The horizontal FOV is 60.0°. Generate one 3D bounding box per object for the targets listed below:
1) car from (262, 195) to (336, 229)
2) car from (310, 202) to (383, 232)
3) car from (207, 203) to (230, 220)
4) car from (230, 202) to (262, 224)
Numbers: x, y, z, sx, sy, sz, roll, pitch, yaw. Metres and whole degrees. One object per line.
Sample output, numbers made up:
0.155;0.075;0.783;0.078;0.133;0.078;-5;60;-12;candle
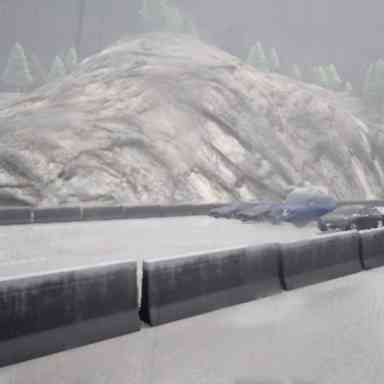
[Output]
7.588;1.242;22.307;5.566;2.045;2.150;0;0;-36;car
9.214;1.524;19.166;4.892;1.490;1.837;0;0;-35;car
3.889;1.568;28.266;5.357;1.411;2.033;0;0;-36;car
5.746;1.567;25.293;5.357;1.411;2.033;0;0;-36;car
